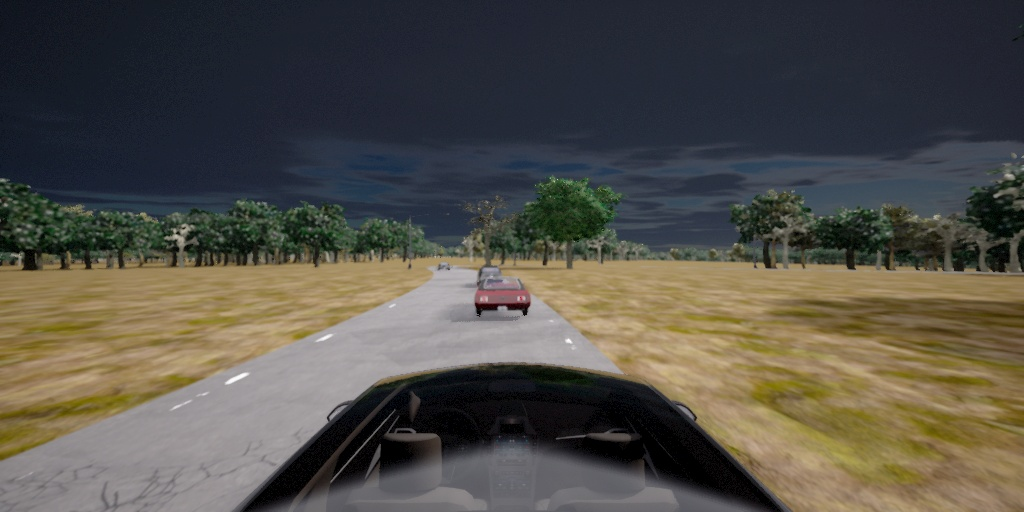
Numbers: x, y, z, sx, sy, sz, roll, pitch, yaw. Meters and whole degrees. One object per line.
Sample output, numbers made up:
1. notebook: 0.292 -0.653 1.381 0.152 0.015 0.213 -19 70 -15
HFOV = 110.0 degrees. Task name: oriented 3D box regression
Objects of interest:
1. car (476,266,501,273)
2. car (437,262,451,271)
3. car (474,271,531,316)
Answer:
1. car: -1.693 1.467 27.293 2.033 1.411 5.357 0 0 -7
2. car: -11.182 1.707 58.912 1.812 1.442 4.674 0 0 -15
3. car: -0.420 1.429 13.804 1.895 1.301 4.718 0 0 -3
